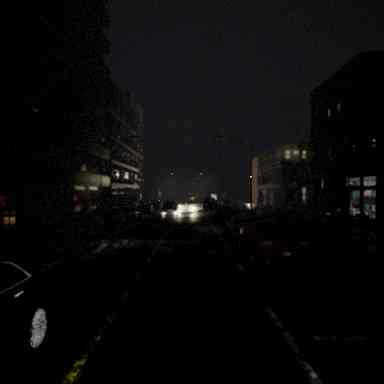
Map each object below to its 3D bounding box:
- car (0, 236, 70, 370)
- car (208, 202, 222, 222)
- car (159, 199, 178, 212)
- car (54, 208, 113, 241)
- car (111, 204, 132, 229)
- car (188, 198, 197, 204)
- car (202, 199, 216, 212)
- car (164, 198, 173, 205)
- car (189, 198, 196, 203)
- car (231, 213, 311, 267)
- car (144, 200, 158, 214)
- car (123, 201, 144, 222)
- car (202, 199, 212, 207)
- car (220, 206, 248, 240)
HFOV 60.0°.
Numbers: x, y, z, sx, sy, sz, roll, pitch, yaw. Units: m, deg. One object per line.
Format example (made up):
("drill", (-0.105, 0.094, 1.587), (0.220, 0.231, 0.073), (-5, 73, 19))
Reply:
("car", (-3.100, 1.537, 3.382), (1.837, 1.490, 4.892), (0, -1, 0))
("car", (2.697, 1.828, 28.681), (1.947, 1.339, 4.313), (-1, -1, 0))
("car", (-3.056, 1.903, 46.711), (1.882, 1.535, 5.008), (0, -1, 0))
("car", (-5.690, 1.741, 17.360), (1.802, 1.307, 4.206), (-1, -1, 0))
("car", (-5.687, 1.777, 23.038), (1.947, 1.339, 4.313), (-1, -1, 0))
("car", (0.045, 2.105, 78.979), (2.128, 1.511, 4.902), (0, -1, 0))
("car", (2.707, 1.983, 45.714), (1.947, 1.339, 4.313), (-1, -1, 0))
("car", (-5.654, 2.269, 79.811), (1.887, 1.381, 4.507), (-1, -1, 0))
("car", (0.055, 2.324, 94.744), (1.994, 1.385, 4.181), (0, -1, 0))
("car", (2.687, 1.652, 11.650), (1.887, 1.381, 4.507), (-1, -1, 0))
("car", (-5.679, 1.806, 40.071), (1.967, 1.590, 4.097), (-1, -1, 0))
("car", (-5.685, 1.703, 28.716), (1.967, 1.590, 4.097), (-1, -1, 0))
("car", (3.038, 2.113, 66.791), (1.837, 1.490, 4.892), (0, -1, 0))
("car", (2.690, 1.686, 17.497), (1.752, 1.417, 4.829), (-1, -1, 0))
